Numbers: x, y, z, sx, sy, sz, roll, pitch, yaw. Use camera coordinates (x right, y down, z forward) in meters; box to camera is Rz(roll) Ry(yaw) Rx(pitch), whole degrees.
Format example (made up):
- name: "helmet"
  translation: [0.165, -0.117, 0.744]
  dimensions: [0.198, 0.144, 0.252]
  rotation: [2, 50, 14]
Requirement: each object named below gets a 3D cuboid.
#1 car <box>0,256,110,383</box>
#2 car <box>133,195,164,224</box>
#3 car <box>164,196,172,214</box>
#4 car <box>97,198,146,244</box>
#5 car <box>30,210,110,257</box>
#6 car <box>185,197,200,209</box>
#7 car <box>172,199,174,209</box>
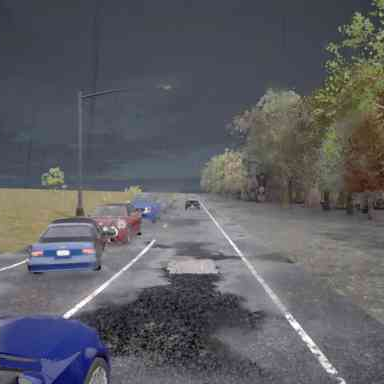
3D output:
- name: "car"
  translation: [-1.942, 1.526, 1.617]
  dimensions: [1.812, 1.442, 4.674]
  rotation: [0, 0, 6]
- name: "car"
  translation: [-3.607, 1.223, 25.281]
  dimensions: [2.150, 2.045, 5.566]
  rotation: [0, 0, -1]
- name: "car"
  translation: [-3.598, 1.351, 35.285]
  dimensions: [2.097, 1.767, 4.553]
  rotation: [0, 0, 0]
- name: "car"
  translation: [-3.676, 1.353, 15.622]
  dimensions: [2.097, 1.767, 4.553]
  rotation: [0, 0, 1]
- name: "car"
  translation: [-3.776, 1.549, 10.651]
  dimensions: [2.033, 1.411, 5.357]
  rotation: [0, 0, -14]
- name: "car"
  translation: [0.054, 1.501, 44.300]
  dimensions: [1.837, 1.490, 4.892]
  rotation: [0, 0, 0]
- name: "car"
  translation: [-3.599, 1.347, 45.292]
  dimensions: [2.097, 1.767, 4.553]
  rotation: [0, 0, 0]
